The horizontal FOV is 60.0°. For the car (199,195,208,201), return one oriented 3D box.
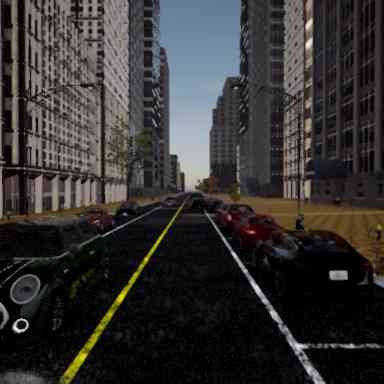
[{"bbox_3d":[2.655,1.380,75.869,1.887,1.381,4.507,-1,0,0],"label":"car"}]

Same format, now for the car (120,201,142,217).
[{"bbox_3d":[-5.710,1.503,30.722,1.947,1.339,4.313,-1,0,0],"label":"car"}]

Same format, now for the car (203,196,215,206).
[{"bbox_3d":[2.663,1.412,53.468,1.752,1.417,4.829,-1,0,0],"label":"car"}]

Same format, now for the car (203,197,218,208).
[{"bbox_3d":[2.665,1.445,47.655,1.887,1.381,4.507,-1,0,0],"label":"car"}]

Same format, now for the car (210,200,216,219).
[{"bbox_3d":[2.673,1.515,25.084,1.947,1.339,4.313,-1,0,0],"label":"car"}]

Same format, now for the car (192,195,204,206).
[{"bbox_3d":[0.881,1.342,53.820,1.801,1.575,5.366,0,0,0],"label":"car"}]

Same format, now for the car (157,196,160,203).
[{"bbox_3d":[-5.721,1.412,64.570,2.008,1.369,4.403,-1,0,0],"label":"car"}]

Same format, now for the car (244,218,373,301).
[{"bbox_3d":[2.679,1.549,8.156,1.947,1.339,4.313,-1,0,0],"label":"car"}]

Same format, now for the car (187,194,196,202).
[{"bbox_3d":[-0.025,1.287,70.981,1.882,1.535,5.008,0,0,0],"label":"car"}]

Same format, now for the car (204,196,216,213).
[{"bbox_3d":[2.669,1.491,36.370,1.947,1.339,4.313,-1,0,0],"label":"car"}]

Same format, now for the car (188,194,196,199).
[{"bbox_3d":[-0.032,1.151,91.677,2.033,1.411,5.357,0,0,0],"label":"car"}]

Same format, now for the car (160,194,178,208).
[{"bbox_3d":[-3.096,1.426,47.403,1.812,1.442,4.674,0,0,0],"label":"car"}]

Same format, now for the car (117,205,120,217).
[{"bbox_3d":[-5.705,1.542,19.440,1.802,1.307,4.206,-1,0,0],"label":"car"}]

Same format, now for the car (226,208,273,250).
[{"bbox_3d":[2.677,1.554,13.799,1.802,1.307,4.206,-1,0,0],"label":"car"}]

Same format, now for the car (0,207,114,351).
[{"bbox_3d":[-3.103,1.339,6.494,2.097,1.767,4.553,0,0,0],"label":"car"}]

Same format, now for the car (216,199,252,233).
[{"bbox_3d":[2.674,1.400,19.441,1.967,1.590,4.097,-1,0,0],"label":"car"}]

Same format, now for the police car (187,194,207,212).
[{"bbox_3d":[0.592,1.347,37.697,1.930,1.638,5.238,0,0,-5],"label":"police car"}]
